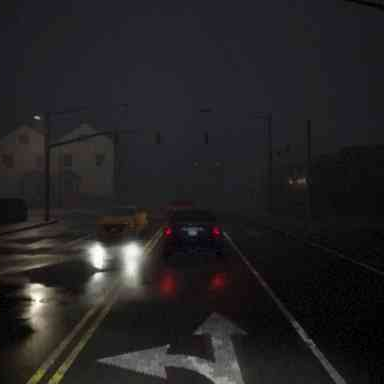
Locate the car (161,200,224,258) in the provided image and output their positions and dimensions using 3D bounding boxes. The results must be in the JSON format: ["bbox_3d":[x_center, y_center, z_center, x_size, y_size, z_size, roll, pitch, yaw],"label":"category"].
[{"bbox_3d":[0.046,1.344,12.913,2.097,1.767,4.553,0,0,1],"label":"car"}]

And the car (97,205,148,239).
[{"bbox_3d":[-3.547,1.467,17.642,1.882,1.535,5.008,0,0,1],"label":"car"}]

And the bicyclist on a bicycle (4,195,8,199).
[{"bbox_3d":[-25.252,1.277,45.115,0.582,1.620,1.656,0,0,0],"label":"bicyclist on a bicycle"}]
